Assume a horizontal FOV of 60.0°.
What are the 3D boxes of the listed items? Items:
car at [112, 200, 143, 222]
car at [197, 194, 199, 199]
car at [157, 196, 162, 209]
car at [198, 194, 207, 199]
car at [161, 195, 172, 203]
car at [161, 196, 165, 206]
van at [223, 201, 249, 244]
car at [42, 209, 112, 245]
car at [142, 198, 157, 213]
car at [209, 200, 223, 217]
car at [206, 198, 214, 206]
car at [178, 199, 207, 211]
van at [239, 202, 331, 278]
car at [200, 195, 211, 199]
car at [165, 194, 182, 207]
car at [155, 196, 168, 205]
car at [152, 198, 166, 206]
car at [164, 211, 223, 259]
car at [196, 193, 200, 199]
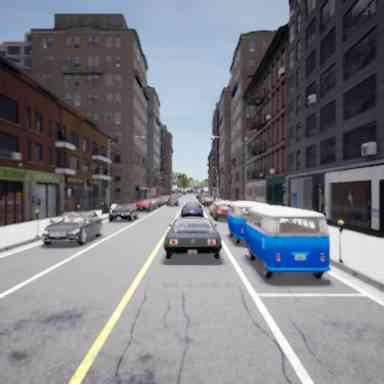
[{"bbox_3d":[-5.441,1.594,26.925,1.947,1.339,4.313,0,0,0],"label":"car"},{"bbox_3d":[2.507,1.615,66.718,2.008,1.369,4.403,0,0,0],"label":"car"},{"bbox_3d":[-5.474,1.595,43.972,2.008,1.369,4.403,0,0,0],"label":"car"},{"bbox_3d":[2.529,1.494,55.353,1.967,1.590,4.097,0,0,0],"label":"car"},{"bbox_3d":[-5.529,1.509,72.384,1.967,1.590,4.097,0,0,0],"label":"car"},{"bbox_3d":[-5.485,1.594,49.655,1.887,1.381,4.507,0,0,0],"label":"car"},{"bbox_3d":[2.607,1.358,15.577,1.690,1.788,3.998,0,0,0],"label":"van"},{"bbox_3d":[-5.418,1.568,15.561,2.008,1.369,4.403,0,0,0],"label":"car"},{"bbox_3d":[-5.463,1.584,38.290,1.887,1.381,4.507,0,0,0],"label":"car"},{"bbox_3d":[2.585,1.610,26.941,1.802,1.307,4.206,0,0,0],"label":"car"},{"bbox_3d":[2.573,1.559,32.794,1.752,1.417,4.829,0,0,0],"label":"car"},{"bbox_3d":[0.015,1.595,29.822,1.994,1.385,4.181,0,0,0],"label":"car"},{"bbox_3d":[2.618,1.352,9.895,1.690,1.788,3.998,0,0,0],"label":"van"},{"bbox_3d":[2.540,1.594,49.671,1.887,1.381,4.507,0,0,0],"label":"car"},{"bbox_3d":[-2.929,1.555,51.675,1.837,1.490,4.892,0,0,0],"label":"car"},{"bbox_3d":[-5.507,1.499,61.019,1.967,1.590,4.097,0,0,0],"label":"car"},{"bbox_3d":[-5.496,1.620,55.337,1.947,1.339,4.313,0,0,0],"label":"car"},{"bbox_3d":[0.037,1.615,12.749,1.895,1.301,4.718,0,0,0],"label":"car"},{"bbox_3d":[2.496,1.383,72.400,2.192,1.841,5.009,0,0,0],"label":"car"}]
